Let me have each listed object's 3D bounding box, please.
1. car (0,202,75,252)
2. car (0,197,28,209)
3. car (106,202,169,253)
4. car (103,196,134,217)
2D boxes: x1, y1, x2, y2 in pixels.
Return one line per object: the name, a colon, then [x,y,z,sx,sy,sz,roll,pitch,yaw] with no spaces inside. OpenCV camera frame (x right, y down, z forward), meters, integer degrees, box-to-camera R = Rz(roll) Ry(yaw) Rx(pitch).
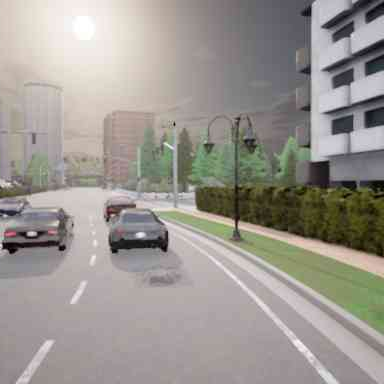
car: [-5.595,1.281,12.650,2.033,1.411,5.357,-1,1,-16]
car: [-12.974,1.103,24.233,2.033,1.411,5.357,-1,1,-18]
car: [-2.080,1.289,12.473,1.994,1.385,4.181,-1,1,-13]
car: [-4.715,1.007,21.647,1.882,1.535,5.008,-1,1,-18]
